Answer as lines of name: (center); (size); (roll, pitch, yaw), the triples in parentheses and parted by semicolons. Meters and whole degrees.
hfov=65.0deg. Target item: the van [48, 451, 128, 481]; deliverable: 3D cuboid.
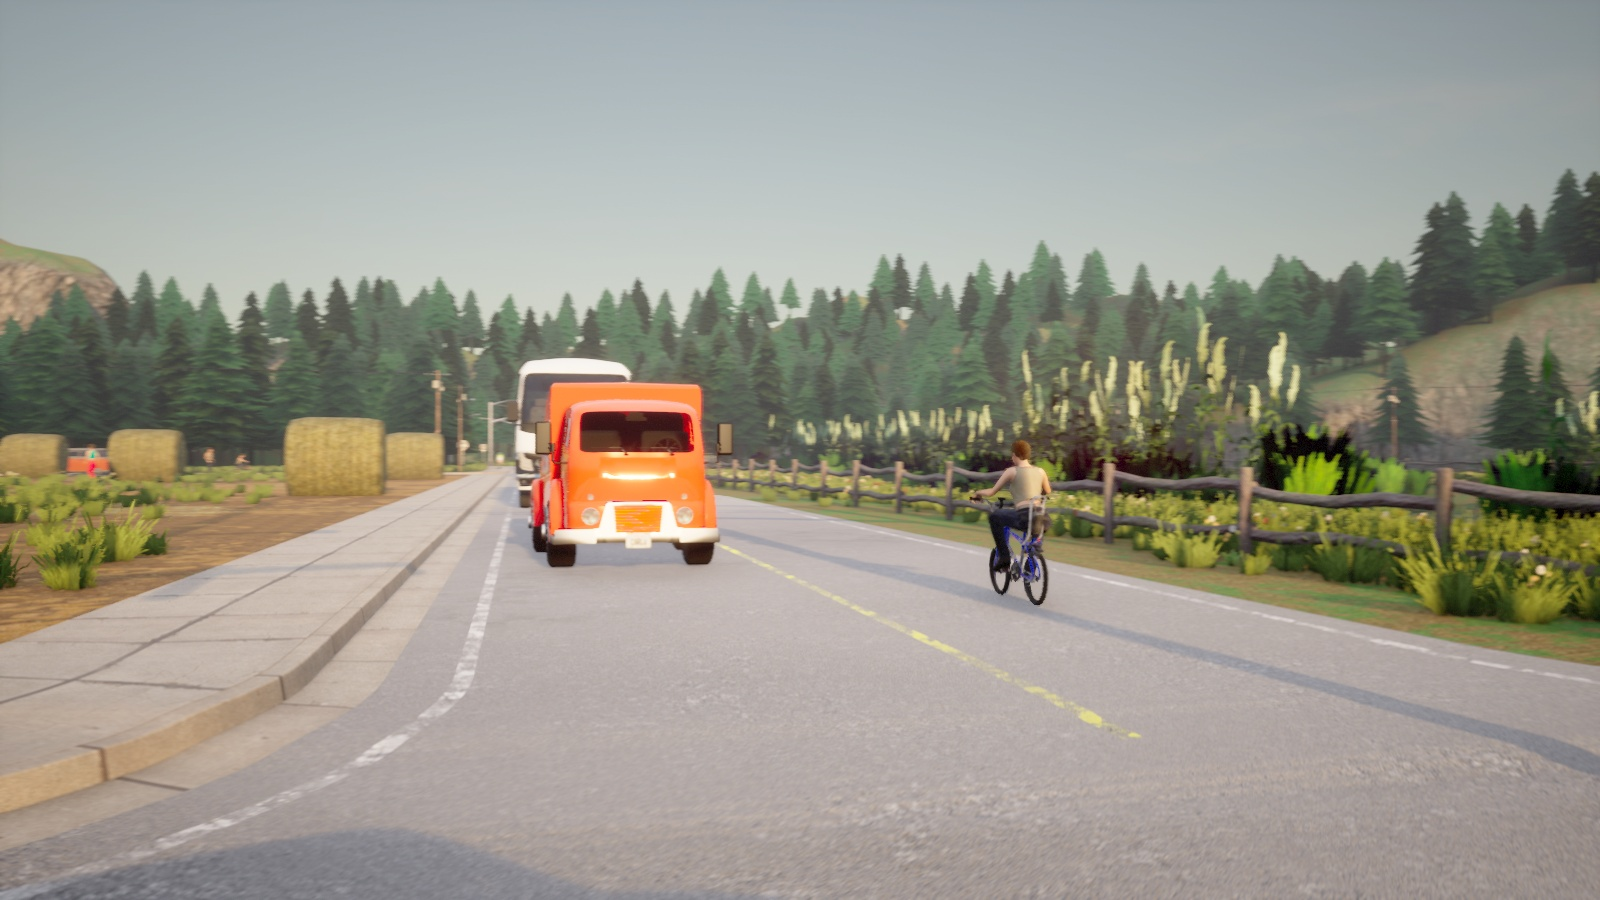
van: (-48.575, 1.066, 85.749); (4.442, 1.987, 1.775); (0, 0, -15)

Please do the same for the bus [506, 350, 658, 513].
bus: (-6.803, -0.464, 38.167); (3.944, 4.253, 10.273); (0, 0, -12)

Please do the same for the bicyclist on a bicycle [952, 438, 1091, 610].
bicyclist on a bicycle: (2.191, 0.699, 12.629); (0.866, 1.612, 1.509); (0, 0, -12)

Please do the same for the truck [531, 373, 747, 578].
truck: (-2.501, 0.317, 17.975); (2.627, 2.467, 5.204); (0, 0, -12)

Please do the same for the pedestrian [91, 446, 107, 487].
pedestrian: (-31.530, 0.743, 56.466); (0.594, 1.836, 0.345); (0, 0, 29)
